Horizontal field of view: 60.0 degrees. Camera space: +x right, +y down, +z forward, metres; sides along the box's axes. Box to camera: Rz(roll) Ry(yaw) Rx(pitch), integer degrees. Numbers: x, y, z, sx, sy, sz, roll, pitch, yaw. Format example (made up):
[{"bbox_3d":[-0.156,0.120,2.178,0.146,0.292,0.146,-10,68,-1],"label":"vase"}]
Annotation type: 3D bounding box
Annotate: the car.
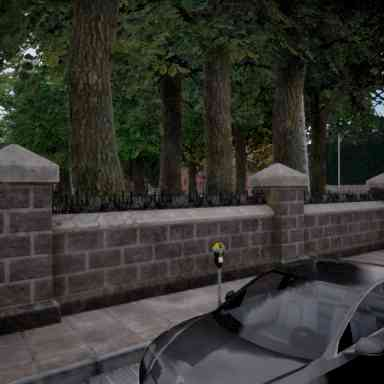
[{"bbox_3d":[1.505,1.565,3.894,4.313,1.339,1.947,0,-1,-36],"label":"car"}]
